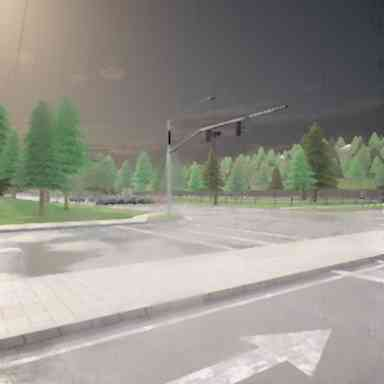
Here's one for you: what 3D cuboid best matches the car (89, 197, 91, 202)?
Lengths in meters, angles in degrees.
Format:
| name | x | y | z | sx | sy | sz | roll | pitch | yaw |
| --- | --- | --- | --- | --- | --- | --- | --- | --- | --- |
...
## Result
| name | x | y | z | sx | sy | sz | roll | pitch | yaw |
| --- | --- | --- | --- | --- | --- | --- | --- | --- | --- |
| car | -19.869 | 1.465 | 68.552 | 1.994 | 1.385 | 4.181 | 0 | 0 | -35 |

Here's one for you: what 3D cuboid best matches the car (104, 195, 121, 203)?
| name | x | y | z | sx | sy | sz | roll | pitch | yaw |
| --- | --- | --- | --- | --- | --- | --- | --- | --- | --- |
| car | -16.927 | 1.442 | 70.453 | 1.812 | 1.442 | 4.674 | 0 | 0 | -35 |

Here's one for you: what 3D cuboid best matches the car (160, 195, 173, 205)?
| name | x | y | z | sx | sy | sz | roll | pitch | yaw |
| --- | --- | --- | --- | --- | --- | --- | --- | --- | --- |
| car | -5.193 | 1.360 | 59.706 | 2.097 | 1.767 | 4.553 | 0 | 0 | -35 |

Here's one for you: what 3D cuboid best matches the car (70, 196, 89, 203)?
| name | x | y | z | sx | sy | sz | roll | pitch | yaw |
| --- | --- | --- | --- | --- | --- | --- | --- | --- | --- |
| car | -23.100 | 1.432 | 67.063 | 2.033 | 1.411 | 5.357 | 0 | 0 | -35 |

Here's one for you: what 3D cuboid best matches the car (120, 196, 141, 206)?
| name | x | y | z | sx | sy | sz | roll | pitch | yaw |
| --- | --- | --- | --- | --- | --- | --- | --- | --- | --- |
| car | -11.125 | 1.553 | 55.947 | 2.033 | 1.411 | 5.357 | 0 | 0 | -35 |

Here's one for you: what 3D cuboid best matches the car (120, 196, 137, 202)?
| name | x | y | z | sx | sy | sz | roll | pitch | yaw |
| --- | --- | --- | --- | --- | --- | --- | --- | --- | --- |
| car | -13.844 | 1.524 | 72.151 | 1.895 | 1.301 | 4.718 | 0 | 0 | -35 |

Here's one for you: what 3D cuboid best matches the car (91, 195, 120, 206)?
| name | x | y | z | sx | sy | sz | roll | pitch | yaw |
| --- | --- | --- | --- | --- | --- | --- | --- | --- | --- |
| car | -14.056 | 1.552 | 54.017 | 2.033 | 1.411 | 5.357 | 0 | 0 | -35 |

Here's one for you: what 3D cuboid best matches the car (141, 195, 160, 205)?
| name | x | y | z | sx | sy | sz | roll | pitch | yaw |
| --- | --- | --- | --- | --- | --- | --- | --- | --- | --- |
| car | -8.159 | 1.554 | 57.823 | 2.033 | 1.411 | 5.357 | 0 | 0 | -35 |
